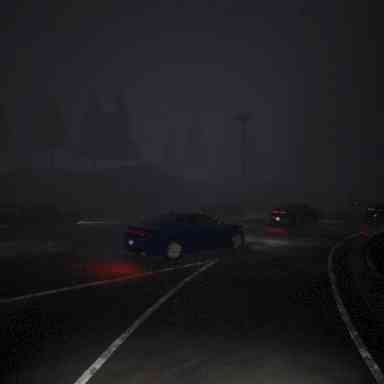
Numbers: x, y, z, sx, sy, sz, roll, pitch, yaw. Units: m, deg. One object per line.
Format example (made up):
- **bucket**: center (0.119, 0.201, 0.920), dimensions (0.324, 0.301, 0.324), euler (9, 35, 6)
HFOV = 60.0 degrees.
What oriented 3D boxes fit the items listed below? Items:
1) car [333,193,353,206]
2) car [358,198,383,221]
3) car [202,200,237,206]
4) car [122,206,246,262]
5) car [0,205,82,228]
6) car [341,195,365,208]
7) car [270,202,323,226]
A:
- **car**: center (24.372, 1.218, 52.548), dimensions (5.566, 2.045, 2.150), euler (0, 0, -41)
- **car**: center (15.173, 1.491, 25.806), dimensions (4.902, 1.511, 2.128), euler (0, 0, -41)
- **car**: center (2.650, 1.477, 28.774), dimensions (5.008, 1.535, 1.882), euler (0, 0, -41)
- **car**: center (-0.121, 1.477, 12.351), dimensions (5.008, 1.535, 1.882), euler (0, 0, -41)
- **car**: center (-10.183, 1.547, 22.146), dimensions (5.357, 1.411, 2.033), euler (0, 0, -41)
- **car**: center (23.863, 1.547, 47.437), dimensions (5.357, 1.411, 2.033), euler (0, 0, -41)
- **car**: center (7.523, 1.506, 23.739), dimensions (4.892, 1.490, 1.837), euler (0, 0, -41)
